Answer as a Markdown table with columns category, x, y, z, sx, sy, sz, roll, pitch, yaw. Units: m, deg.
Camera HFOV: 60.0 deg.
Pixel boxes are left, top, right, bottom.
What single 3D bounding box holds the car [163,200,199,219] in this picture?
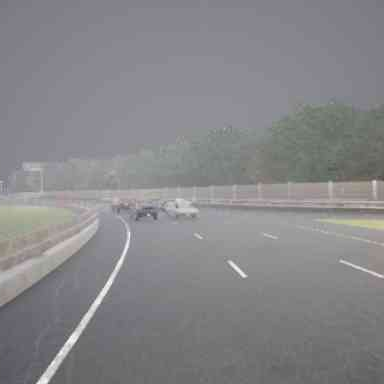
| category | x | y | z | sx | sy | sz | roll | pitch | yaw |
| --- | --- | --- | --- | --- | --- | --- | --- | --- | --- |
| car | -1.032 | 1.643 | 30.254 | 1.895 | 1.301 | 4.718 | -1 | 0 | -19 |

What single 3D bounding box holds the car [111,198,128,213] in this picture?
| category | x | y | z | sx | sy | sz | roll | pitch | yaw |
| --- | --- | --- | --- | --- | --- | --- | --- | --- | --- |
| car | -8.464 | 1.494 | 40.241 | 2.097 | 1.767 | 4.553 | -1 | 0 | -24 |

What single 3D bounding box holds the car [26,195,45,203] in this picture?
| category | x | y | z | sx | sy | sz | roll | pitch | yaw |
| --- | --- | --- | --- | --- | --- | --- | --- | --- | --- |
| car | -37.480 | 1.847 | 78.617 | 4.892 | 1.490 | 1.837 | -1 | 0 | 37 |

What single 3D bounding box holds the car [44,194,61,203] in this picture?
| category | x | y | z | sx | sy | sz | roll | pitch | yaw |
| --- | --- | --- | --- | --- | --- | --- | --- | --- | --- |
| car | -35.285 | 1.548 | 81.339 | 5.566 | 2.045 | 2.150 | -1 | 0 | 37 |

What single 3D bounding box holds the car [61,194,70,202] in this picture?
| category | x | y | z | sx | sy | sz | roll | pitch | yaw |
| --- | --- | --- | --- | --- | --- | --- | --- | --- | --- |
| car | -33.023 | 1.523 | 84.010 | 5.566 | 2.045 | 2.150 | -1 | 0 | 37 |

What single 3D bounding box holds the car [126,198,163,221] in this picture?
| category | x | y | z | sx | sy | sz | roll | pitch | yaw |
| --- | --- | --- | --- | --- | --- | --- | --- | --- | --- |
| car | -4.216 | 1.584 | 28.734 | 1.837 | 1.490 | 4.892 | -1 | 0 | -19 |

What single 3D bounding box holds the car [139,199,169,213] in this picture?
| category | x | y | z | sx | sy | sz | roll | pitch | yaw |
| --- | --- | --- | --- | --- | --- | --- | --- | --- | --- |
| car | -4.719 | 1.645 | 40.441 | 2.033 | 1.411 | 5.357 | -1 | 0 | -24 |
